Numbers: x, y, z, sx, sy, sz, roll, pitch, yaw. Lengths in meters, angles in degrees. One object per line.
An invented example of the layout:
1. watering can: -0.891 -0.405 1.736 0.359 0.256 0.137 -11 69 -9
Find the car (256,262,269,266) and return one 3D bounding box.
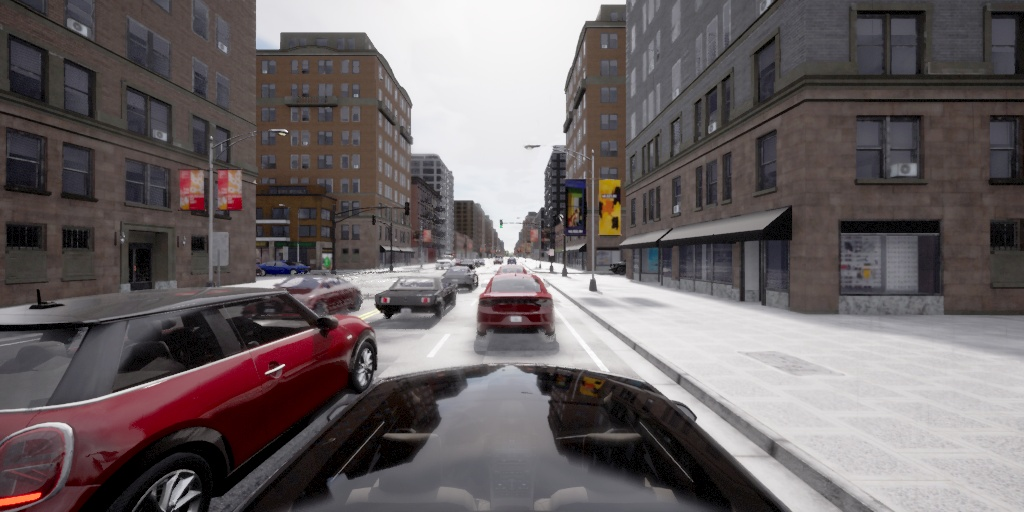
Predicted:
1. car: -25.425 1.169 33.112 4.097 1.591 1.967 0 0 0

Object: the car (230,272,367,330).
1. car: -6.602 1.314 11.759 1.994 1.385 4.181 0 0 0

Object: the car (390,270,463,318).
1. car: -3.153 1.351 12.924 1.895 1.301 4.718 0 0 0

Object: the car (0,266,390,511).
1. car: -3.153 1.102 3.810 2.097 1.767 4.553 0 0 0

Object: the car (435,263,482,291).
1. car: -3.158 1.313 21.978 1.994 1.385 4.181 0 0 0

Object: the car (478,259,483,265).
1. car: -6.585 1.340 62.705 1.895 1.301 4.718 0 0 0

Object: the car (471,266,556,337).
1. car: 0.099 1.228 10.334 1.882 1.535 5.008 0 0 0

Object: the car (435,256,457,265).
1. car: -9.835 0.964 53.621 2.150 2.045 5.566 0 0 2

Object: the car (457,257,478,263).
1. car: -6.605 1.221 53.366 1.882 1.535 5.008 0 0 -1

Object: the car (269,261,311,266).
1. car: -22.757 1.218 35.638 5.008 1.535 1.882 0 0 0

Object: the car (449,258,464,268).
1. car: -9.829 1.216 63.621 1.882 1.535 5.008 0 0 0

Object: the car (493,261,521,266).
1. car: 0.000 1.227 20.247 1.882 1.535 5.008 0 0 0

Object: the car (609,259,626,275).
1. car: 13.364 1.009 38.767 5.566 2.045 2.150 0 0 0
